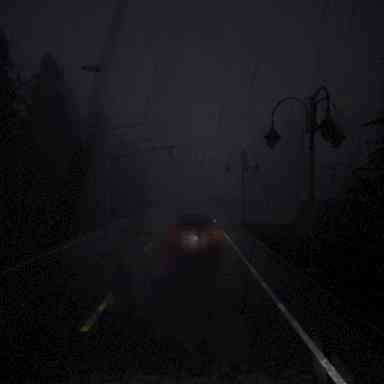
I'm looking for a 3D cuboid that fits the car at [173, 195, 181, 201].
[{"bbox_3d":[-3.516,1.443,79.936,1.812,1.442,4.674,0,0,0],"label":"car"}]

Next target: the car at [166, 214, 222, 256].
[{"bbox_3d":[0.065,1.556,13.107,1.994,1.385,4.181,0,0,0],"label":"car"}]

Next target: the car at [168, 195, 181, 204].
[{"bbox_3d":[-3.529,1.468,64.397,1.837,1.490,4.892,0,0,0],"label":"car"}]
